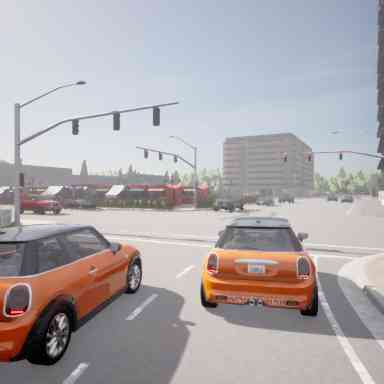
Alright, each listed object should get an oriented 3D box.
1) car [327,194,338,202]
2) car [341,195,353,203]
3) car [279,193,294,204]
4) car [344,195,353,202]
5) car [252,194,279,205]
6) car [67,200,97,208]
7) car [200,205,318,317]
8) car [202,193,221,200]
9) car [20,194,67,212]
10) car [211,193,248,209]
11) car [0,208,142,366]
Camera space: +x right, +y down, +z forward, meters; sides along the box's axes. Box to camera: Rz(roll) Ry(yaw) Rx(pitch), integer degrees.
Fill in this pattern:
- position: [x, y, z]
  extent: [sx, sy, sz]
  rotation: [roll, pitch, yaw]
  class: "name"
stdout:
- position: [33.550, 1.355, 79.364]
  extent: [2.097, 1.767, 4.553]
  rotation: [0, 0, 27]
  class: "car"
- position: [32.097, 1.595, 68.987]
  extent: [1.895, 1.301, 4.718]
  rotation: [0, 0, 27]
  class: "car"
- position: [18.825, 1.223, 66.238]
  extent: [2.150, 2.045, 5.566]
  rotation: [0, 0, 28]
  class: "car"
- position: [36.687, 1.500, 77.809]
  extent: [1.837, 1.490, 4.892]
  rotation: [0, 0, 27]
  class: "car"
- position: [11.641, 1.492, 52.617]
  extent: [2.128, 1.511, 4.902]
  rotation: [0, 0, 28]
  class: "car"
- position: [-14.303, 1.656, 41.884]
  extent: [4.718, 1.301, 1.895]
  rotation: [0, 0, 29]
  class: "car"
- position: [1.622, 1.352, 7.828]
  extent: [2.097, 1.767, 4.553]
  rotation: [0, 0, 14]
  class: "car"
- position: [5.058, 1.208, 86.961]
  extent: [4.605, 1.855, 1.932]
  rotation: [0, 0, 28]
  class: "car"
- position: [-16.132, 1.277, 34.793]
  extent: [5.566, 2.045, 2.150]
  rotation: [0, 0, 28]
  class: "car"
- position: [4.320, 1.231, 38.574]
  extent: [2.150, 2.045, 5.566]
  rotation: [0, 0, 27]
  class: "car"
- position: [-2.494, 1.352, 6.118]
  extent: [2.097, 1.767, 4.553]
  rotation: [0, 0, 10]
  class: "car"
